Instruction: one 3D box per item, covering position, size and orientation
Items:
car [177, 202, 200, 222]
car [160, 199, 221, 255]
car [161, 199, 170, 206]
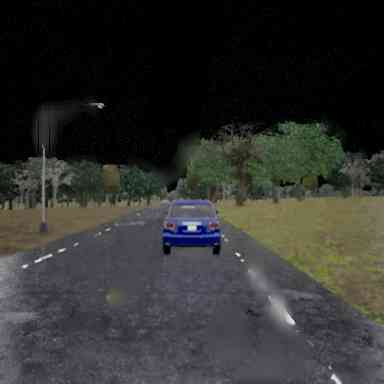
[{"bbox_3d":[-0.382,1.693,29.562,1.882,1.535,5.008,0,0,-2],"label":"car"},{"bbox_3d":[-0.019,1.336,14.045,2.150,2.045,5.566,0,0,0],"label":"car"},{"bbox_3d":[-5.667,2.308,71.727,1.837,1.490,4.892,0,-1,-2],"label":"car"}]
